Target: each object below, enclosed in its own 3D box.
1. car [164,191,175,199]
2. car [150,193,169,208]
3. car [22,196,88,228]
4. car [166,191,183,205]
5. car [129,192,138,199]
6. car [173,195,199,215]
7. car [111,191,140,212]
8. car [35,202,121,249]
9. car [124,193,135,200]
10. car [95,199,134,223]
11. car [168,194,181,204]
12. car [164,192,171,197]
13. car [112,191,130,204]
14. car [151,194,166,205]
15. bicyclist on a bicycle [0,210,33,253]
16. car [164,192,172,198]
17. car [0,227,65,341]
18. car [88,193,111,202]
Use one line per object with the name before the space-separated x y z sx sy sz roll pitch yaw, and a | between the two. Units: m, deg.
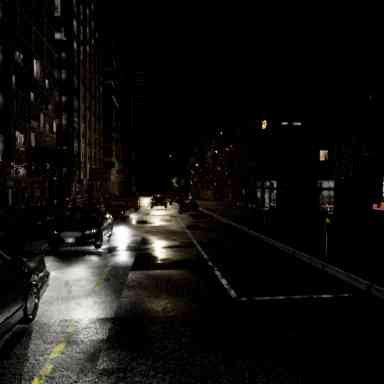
car | -5.137 0.653 75.331 2.192 1.841 5.009 -1 1 -6
car | -3.998 1.181 40.060 1.812 1.442 4.674 0 1 -6
car | -7.692 1.170 18.688 2.192 1.841 5.009 -1 1 -6
car | -2.234 0.897 47.811 2.192 1.841 5.009 -1 1 -6
car | -14.031 0.838 79.800 1.752 1.417 4.829 -1 1 -6
car | -0.400 1.286 30.572 2.008 1.369 4.403 -1 1 -6
car | -6.569 0.934 34.351 2.150 2.045 5.566 0 1 -5
car | -4.468 1.384 13.931 2.128 1.511 4.902 0 1 -6
car | -12.887 0.954 68.961 1.887 1.381 4.507 -1 1 -6
car | -5.516 1.405 23.936 1.895 1.301 4.718 0 1 -6
car | -2.829 1.057 53.486 1.752 1.417 4.829 -1 1 -6
car | -6.873 0.773 91.844 1.802 1.307 4.206 -1 1 -6
car | -11.149 0.871 52.446 2.192 1.841 5.009 -1 1 -6
car | -5.174 1.105 51.125 2.033 1.411 5.357 0 1 -6
bicyclist on a bicycle | -5.947 1.380 10.595 1.656 1.620 0.582 -2 1 -6
car | -6.293 0.806 86.340 1.947 1.339 4.313 -1 1 -6
car | -3.436 1.525 4.214 2.033 1.411 5.357 0 1 -6
car | -8.761 1.198 29.707 1.967 1.590 4.097 -1 1 -6
